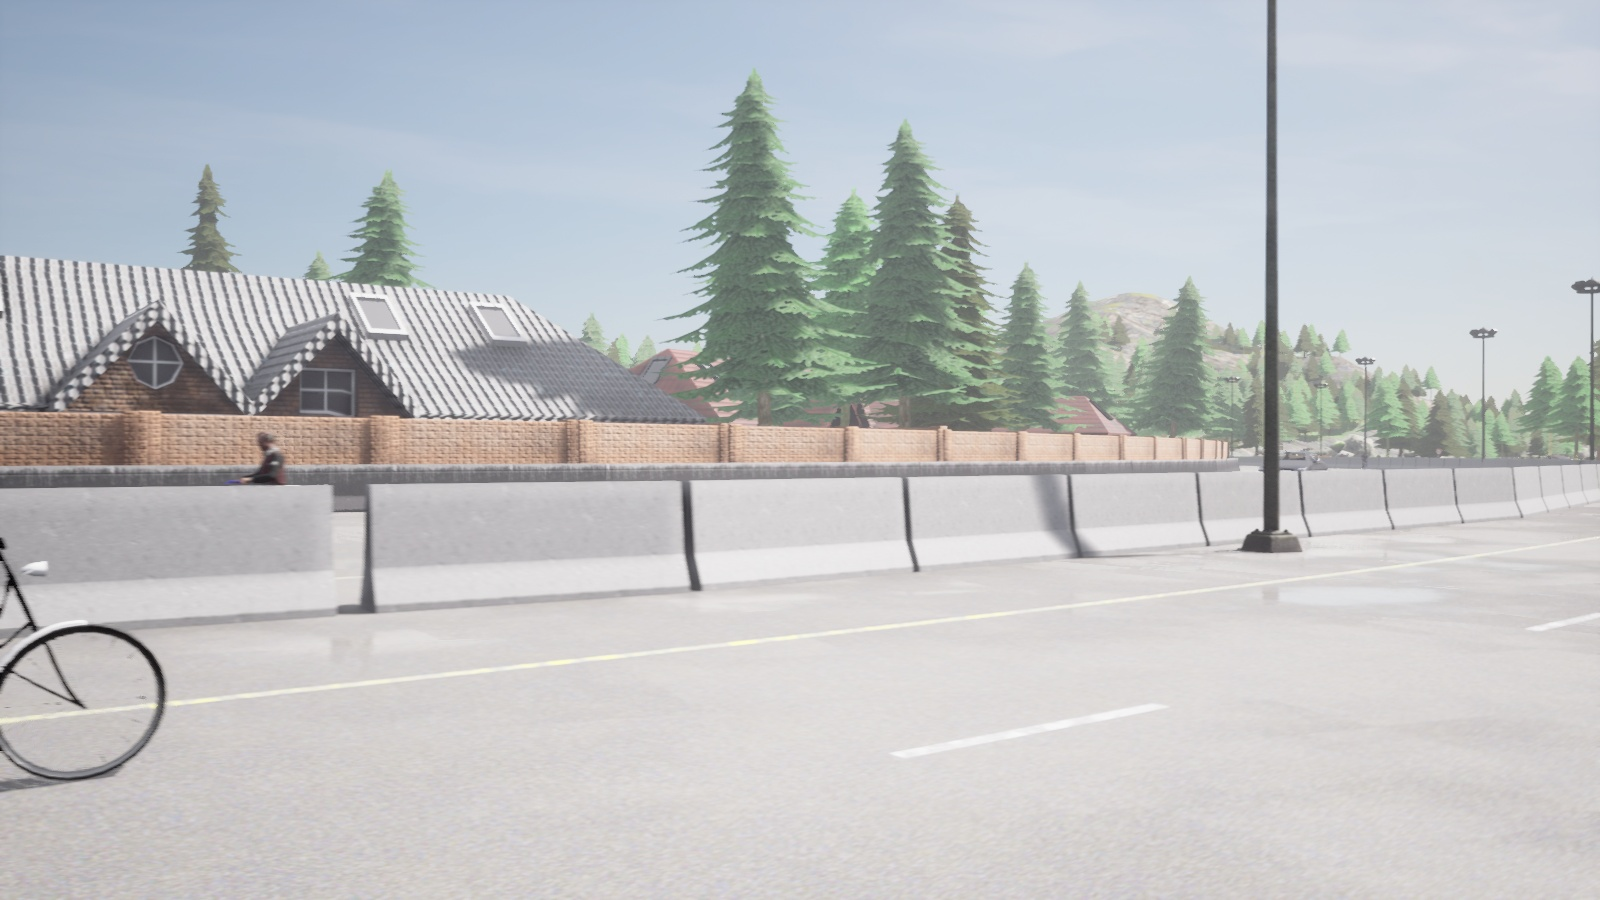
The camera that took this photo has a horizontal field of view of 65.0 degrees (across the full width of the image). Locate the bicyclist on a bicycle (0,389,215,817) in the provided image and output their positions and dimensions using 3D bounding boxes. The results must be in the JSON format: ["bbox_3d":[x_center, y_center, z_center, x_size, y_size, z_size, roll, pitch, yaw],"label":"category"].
[{"bbox_3d":[-3.598,0.639,5.422,1.843,1.776,0.659,0,0,-35],"label":"bicyclist on a bicycle"}]

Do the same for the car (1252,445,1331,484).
[{"bbox_3d":[21.796,0.625,55.525,2.152,1.651,5.027,0,0,35],"label":"car"}]
